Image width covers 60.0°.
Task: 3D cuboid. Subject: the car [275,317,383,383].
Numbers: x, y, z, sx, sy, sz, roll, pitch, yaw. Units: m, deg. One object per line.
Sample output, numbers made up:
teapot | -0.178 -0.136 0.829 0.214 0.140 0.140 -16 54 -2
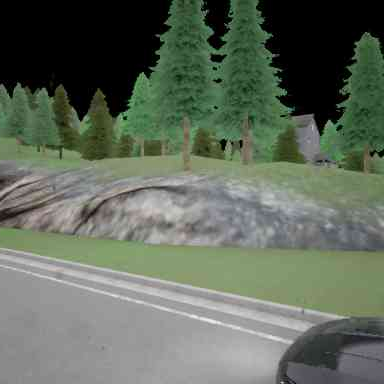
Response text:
car | 2.923 1.504 1.907 4.892 1.490 1.837 0 0 36
